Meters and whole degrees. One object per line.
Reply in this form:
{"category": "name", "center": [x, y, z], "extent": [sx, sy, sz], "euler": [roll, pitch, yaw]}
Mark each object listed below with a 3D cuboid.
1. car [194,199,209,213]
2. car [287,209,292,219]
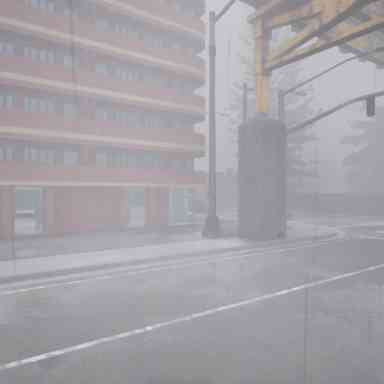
{"category": "car", "center": [0.323, 1.478, 36.859], "extent": [1.882, 1.535, 5.008], "euler": [0, 0, -36]}
{"category": "car", "center": [6.284, 1.526, 28.488], "extent": [1.812, 1.442, 4.674], "euler": [0, 0, -36]}
